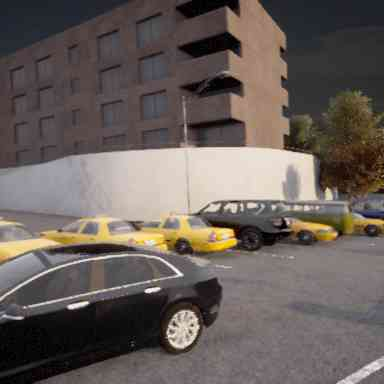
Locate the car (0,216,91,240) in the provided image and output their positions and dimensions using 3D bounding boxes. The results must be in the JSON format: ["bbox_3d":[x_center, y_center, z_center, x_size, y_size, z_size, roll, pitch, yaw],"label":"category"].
[{"bbox_3d":[-5.475,1.499,9.453,5.366,1.575,1.946,-1,-1,35],"label":"car"}]

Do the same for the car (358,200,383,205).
[{"bbox_3d":[11.368,1.546,21.801,5.566,2.045,2.435,-1,-1,34],"label":"car"}]

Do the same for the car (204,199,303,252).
[{"bbox_3d":[1.647,1.346,14.800,5.566,2.045,2.435,-1,-1,34],"label":"car"}]

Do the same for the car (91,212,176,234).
[{"bbox_3d":[-3.346,1.529,11.401,5.366,1.575,1.946,-1,-1,35],"label":"car"}]

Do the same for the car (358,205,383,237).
[{"bbox_3d":[9.114,1.739,19.928,5.366,1.575,1.946,0,-2,34],"label":"car"}]

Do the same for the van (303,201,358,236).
[{"bbox_3d":[6.434,1.465,18.347,4.442,1.987,1.878,-1,-1,34],"label":"van"}]

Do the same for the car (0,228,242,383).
[{"bbox_3d":[-1.772,1.513,4.576,4.892,1.490,1.837,1,0,-36],"label":"car"}]

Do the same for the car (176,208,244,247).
[{"bbox_3d":[-0.915,1.559,13.145,5.366,1.575,1.946,-1,-1,34],"label":"car"}]

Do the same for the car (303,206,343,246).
[{"bbox_3d":[4.254,1.637,16.424,5.366,1.575,1.946,-1,-2,34],"label":"car"}]
